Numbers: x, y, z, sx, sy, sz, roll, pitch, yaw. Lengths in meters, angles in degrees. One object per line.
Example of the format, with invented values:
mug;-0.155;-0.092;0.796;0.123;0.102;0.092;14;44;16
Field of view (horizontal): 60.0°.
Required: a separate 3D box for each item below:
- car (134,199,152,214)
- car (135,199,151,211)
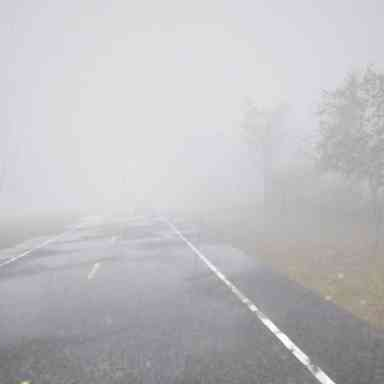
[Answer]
car;-6.021;1.668;41.106;2.097;1.767;4.553;-3;0;-8
car;-7.195;1.871;48.547;2.128;1.511;4.902;-3;0;-8
